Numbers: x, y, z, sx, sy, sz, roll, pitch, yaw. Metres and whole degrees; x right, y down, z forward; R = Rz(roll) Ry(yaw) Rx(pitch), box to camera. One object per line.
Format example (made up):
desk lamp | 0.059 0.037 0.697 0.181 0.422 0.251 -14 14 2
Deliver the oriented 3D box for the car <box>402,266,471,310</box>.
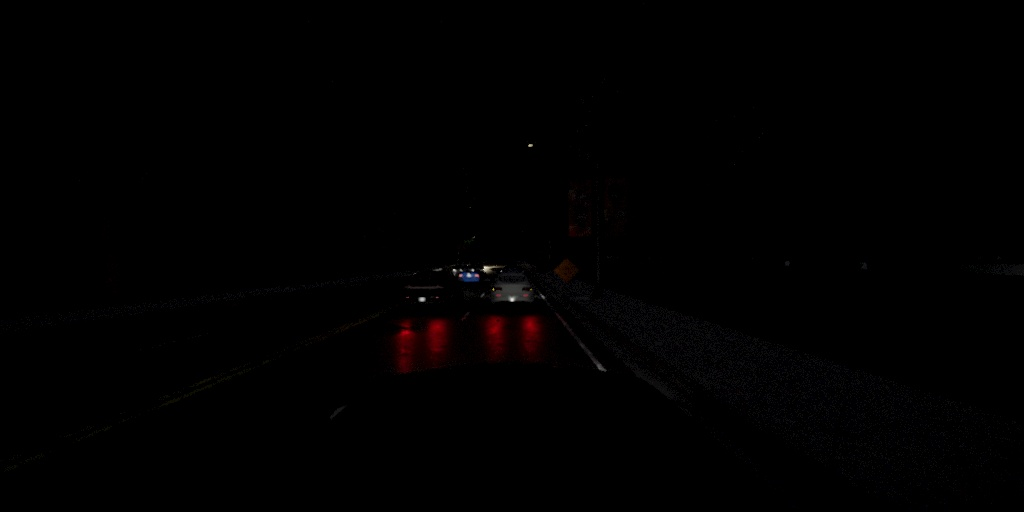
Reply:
car | -3.231 1.371 15.363 2.128 1.511 4.902 0 0 0

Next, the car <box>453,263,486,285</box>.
car | -3.235 1.541 29.403 2.033 1.411 5.357 0 0 0

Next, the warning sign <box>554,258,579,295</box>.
warning sign | 2.854 1.020 18.552 1.300 1.860 1.060 0 0 0

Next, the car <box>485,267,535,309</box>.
car | 0.022 1.407 15.760 1.812 1.442 4.674 0 0 0
